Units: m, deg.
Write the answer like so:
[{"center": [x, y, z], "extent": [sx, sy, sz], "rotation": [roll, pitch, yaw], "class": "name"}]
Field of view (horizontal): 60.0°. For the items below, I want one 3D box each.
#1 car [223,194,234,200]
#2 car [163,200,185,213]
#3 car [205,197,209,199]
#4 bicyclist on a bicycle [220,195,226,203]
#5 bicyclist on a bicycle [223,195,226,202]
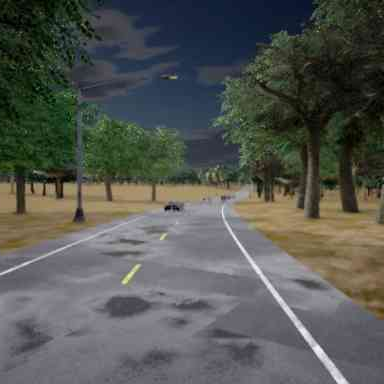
[{"center": [9.562, 1.373, 91.567], "extent": [2.128, 1.511, 4.902], "rotation": [0, 0, 11], "class": "car"}, {"center": [-1.955, 1.552, 37.185], "extent": [1.895, 1.301, 4.718], "rotation": [0, 0, 5], "class": "car"}, {"center": [3.512, 1.487, 78.291], "extent": [1.994, 1.385, 4.181], "rotation": [0, 0, 10], "class": "car"}, {"center": [5.818, 1.365, 64.736], "extent": [0.659, 1.776, 1.843], "rotation": [0, 0, 9], "class": "bicyclist on a bicycle"}, {"center": [7.232, 1.451, 73.630], "extent": [0.582, 1.620, 1.656], "rotation": [0, 0, 10], "class": "bicyclist on a bicycle"}]
